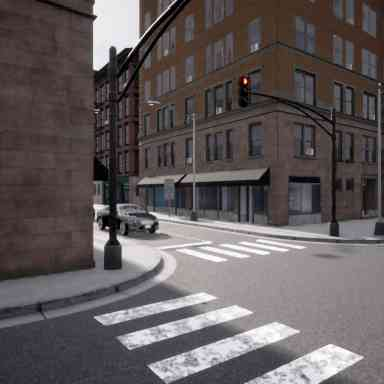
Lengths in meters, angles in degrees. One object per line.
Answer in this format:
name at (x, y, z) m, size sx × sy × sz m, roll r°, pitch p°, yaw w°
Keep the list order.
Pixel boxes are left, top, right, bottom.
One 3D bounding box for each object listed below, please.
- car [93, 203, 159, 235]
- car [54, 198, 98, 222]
car at (-3.618, 1.395, 18.157) m, size 2.128 × 1.511 × 4.902 m, roll 0°, pitch 0°, yaw -37°
car at (-9.105, 1.323, 25.867) m, size 1.882 × 1.535 × 5.008 m, roll 0°, pitch 0°, yaw -36°
